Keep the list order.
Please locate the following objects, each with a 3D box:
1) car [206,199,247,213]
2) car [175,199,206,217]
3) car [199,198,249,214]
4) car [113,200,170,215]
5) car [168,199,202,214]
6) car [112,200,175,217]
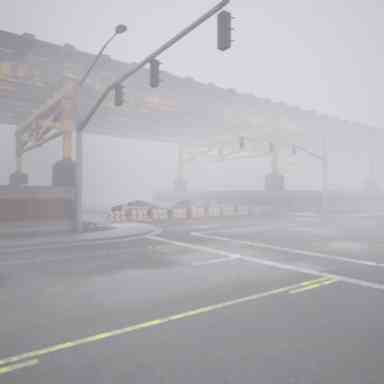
[{"bbox_3d":[3.302,1.326,35.403,4.536,1.218,1.853,0,0,-7],"label":"car"},{"bbox_3d":[-0.558,1.476,31.651,2.038,1.542,4.974,0,0,18],"label":"car"},{"bbox_3d":[3.353,1.484,35.410,4.974,1.542,2.038,0,0,-7],"label":"car"},{"bbox_3d":[-4.355,1.313,28.974,4.536,1.218,1.853,0,0,8],"label":"car"},{"bbox_3d":[-0.542,1.319,31.700,1.853,1.218,4.536,0,0,18],"label":"car"},{"bbox_3d":[-4.303,1.470,28.967,4.974,1.542,2.038,0,0,8],"label":"car"}]
